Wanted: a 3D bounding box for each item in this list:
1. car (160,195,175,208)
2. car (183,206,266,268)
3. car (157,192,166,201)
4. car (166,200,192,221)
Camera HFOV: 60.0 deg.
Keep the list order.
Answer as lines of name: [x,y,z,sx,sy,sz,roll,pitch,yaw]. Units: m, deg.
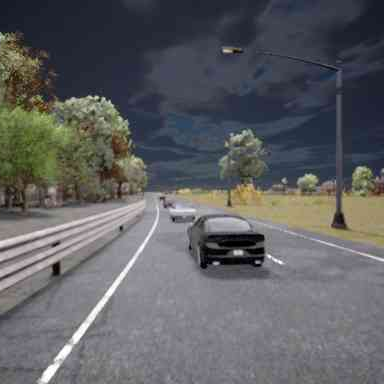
car: [-3.234,1.518,48.236,2.033,1.411,5.357,0,0,-7]
car: [0.965,1.480,11.390,1.882,1.535,5.008,0,0,-7]
car: [-7.127,1.422,82.415,1.837,1.490,4.892,0,0,-6]
car: [-0.816,1.592,26.998,1.895,1.301,4.718,0,0,-7]
